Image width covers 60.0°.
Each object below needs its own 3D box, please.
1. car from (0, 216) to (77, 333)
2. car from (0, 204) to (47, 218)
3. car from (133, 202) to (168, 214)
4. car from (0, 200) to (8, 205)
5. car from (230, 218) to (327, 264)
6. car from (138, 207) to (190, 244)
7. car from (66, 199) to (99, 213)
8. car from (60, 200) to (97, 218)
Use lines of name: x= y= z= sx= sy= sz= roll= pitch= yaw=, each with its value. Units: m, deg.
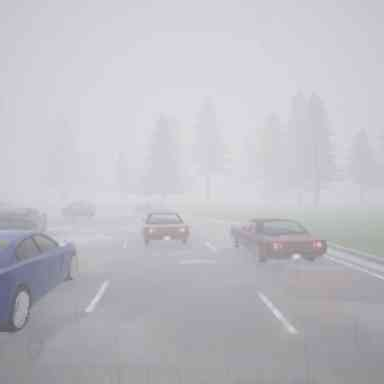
car: x=-3.814 y=1.501 z=6.778 sx=1.882 sy=1.535 sz=5.008 roll=0 pitch=0 yaw=-4
car: x=-9.042 y=1.558 z=17.705 sx=1.837 sy=1.490 sz=4.892 roll=0 pitch=0 yaw=-14
car: x=-4.250 y=1.601 z=33.359 sx=1.895 sy=1.301 sz=4.718 roll=0 pitch=0 yaw=-32
car: x=-22.411 y=1.616 z=37.538 sx=5.008 sy=1.535 sz=1.882 roll=0 pitch=-1 yaw=38
car: x=2.723 y=1.568 z=11.777 sx=1.895 sy=1.301 sz=4.718 roll=0 pitch=0 yaw=-7
car: x=-1.420 y=1.596 z=15.752 sx=1.895 sy=1.301 sz=4.718 roll=0 pitch=0 yaw=-11
car: x=-12.522 y=1.586 z=37.896 sx=1.812 sy=1.442 sz=4.674 roll=0 pitch=0 yaw=-43
car: x=-10.284 y=1.599 z=29.686 sx=2.033 sy=1.411 sz=5.357 roll=0 pitch=0 yaw=-33
